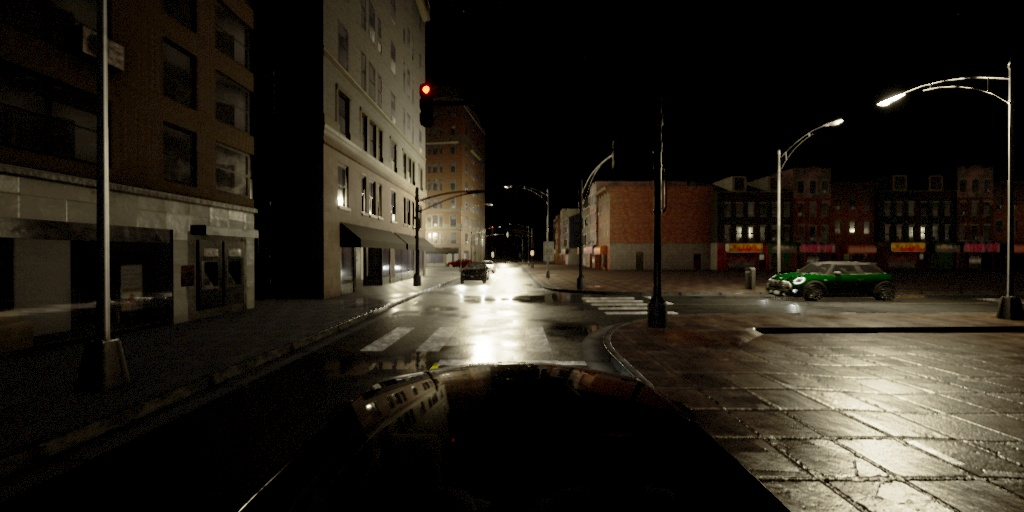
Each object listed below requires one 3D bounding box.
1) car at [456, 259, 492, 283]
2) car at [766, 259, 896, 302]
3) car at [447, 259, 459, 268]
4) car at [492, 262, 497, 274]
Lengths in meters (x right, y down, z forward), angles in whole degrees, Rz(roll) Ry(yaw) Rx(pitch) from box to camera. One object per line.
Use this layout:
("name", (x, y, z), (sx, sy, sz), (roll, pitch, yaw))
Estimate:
("car", (-2.838, 1.214, 27.929), (1.882, 1.535, 5.008), (0, 0, 0))
("car", (14.064, 1.033, 16.019), (4.553, 1.767, 2.097), (0, 0, 0))
("car", (-8.831, 1.245, 62.343), (5.008, 1.535, 1.882), (0, 0, 9))
("car", (-2.844, 1.259, 40.664), (1.812, 1.442, 4.674), (0, 0, 0))
